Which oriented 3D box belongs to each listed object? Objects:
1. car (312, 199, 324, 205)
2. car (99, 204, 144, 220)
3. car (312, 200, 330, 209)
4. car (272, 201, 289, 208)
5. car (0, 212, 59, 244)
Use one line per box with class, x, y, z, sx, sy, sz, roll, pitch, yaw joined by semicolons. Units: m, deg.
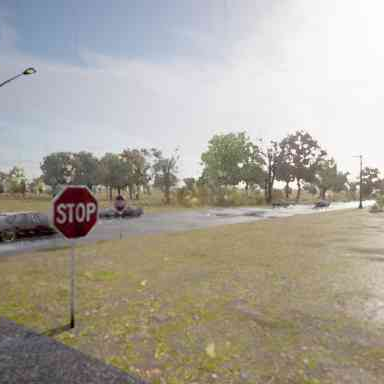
car;32.426;2.612;85.576;1.895;1.301;4.718;1;0;36
car;-6.859;1.813;31.243;2.033;1.411;5.357;1;0;36
car;24.783;2.345;63.057;1.837;1.490;4.892;1;0;36
car;17.119;2.312;64.400;1.895;1.301;4.718;1;0;36
car;-8.454;1.714;17.076;2.033;1.411;5.357;1;-1;36
